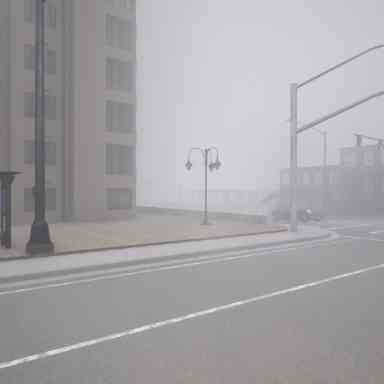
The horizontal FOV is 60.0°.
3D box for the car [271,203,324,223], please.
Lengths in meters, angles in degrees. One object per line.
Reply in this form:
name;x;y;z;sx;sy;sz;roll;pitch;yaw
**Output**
car;9.141;1.744;29.119;2.097;1.767;4.553;1;-5;-36
